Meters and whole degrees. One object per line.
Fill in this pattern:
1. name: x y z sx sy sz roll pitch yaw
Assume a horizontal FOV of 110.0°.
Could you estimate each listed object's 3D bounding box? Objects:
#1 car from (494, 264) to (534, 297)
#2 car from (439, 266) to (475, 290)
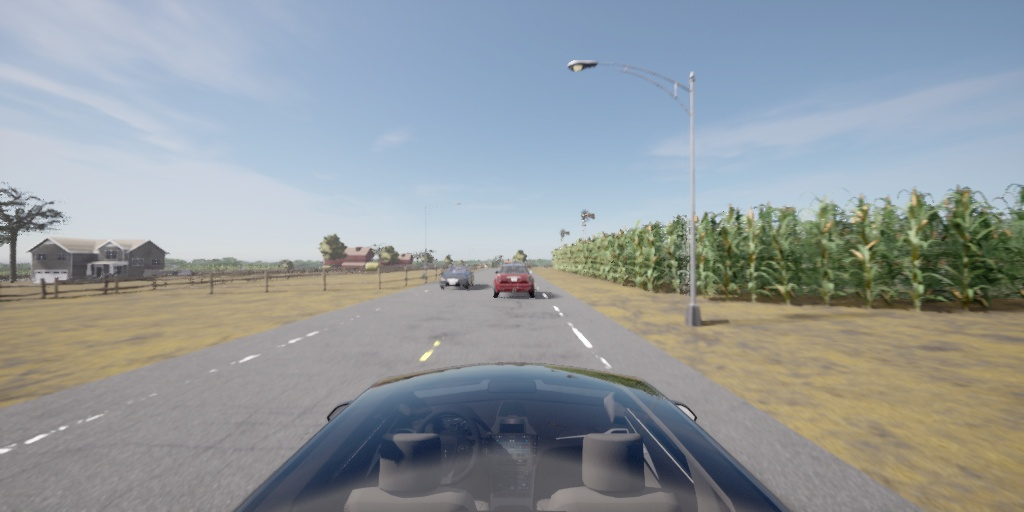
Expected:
1. car: 0.103 1.236 20.117 2.097 1.767 4.553 0 -1 0
2. car: -3.590 1.410 24.129 2.128 1.511 4.902 0 0 0
